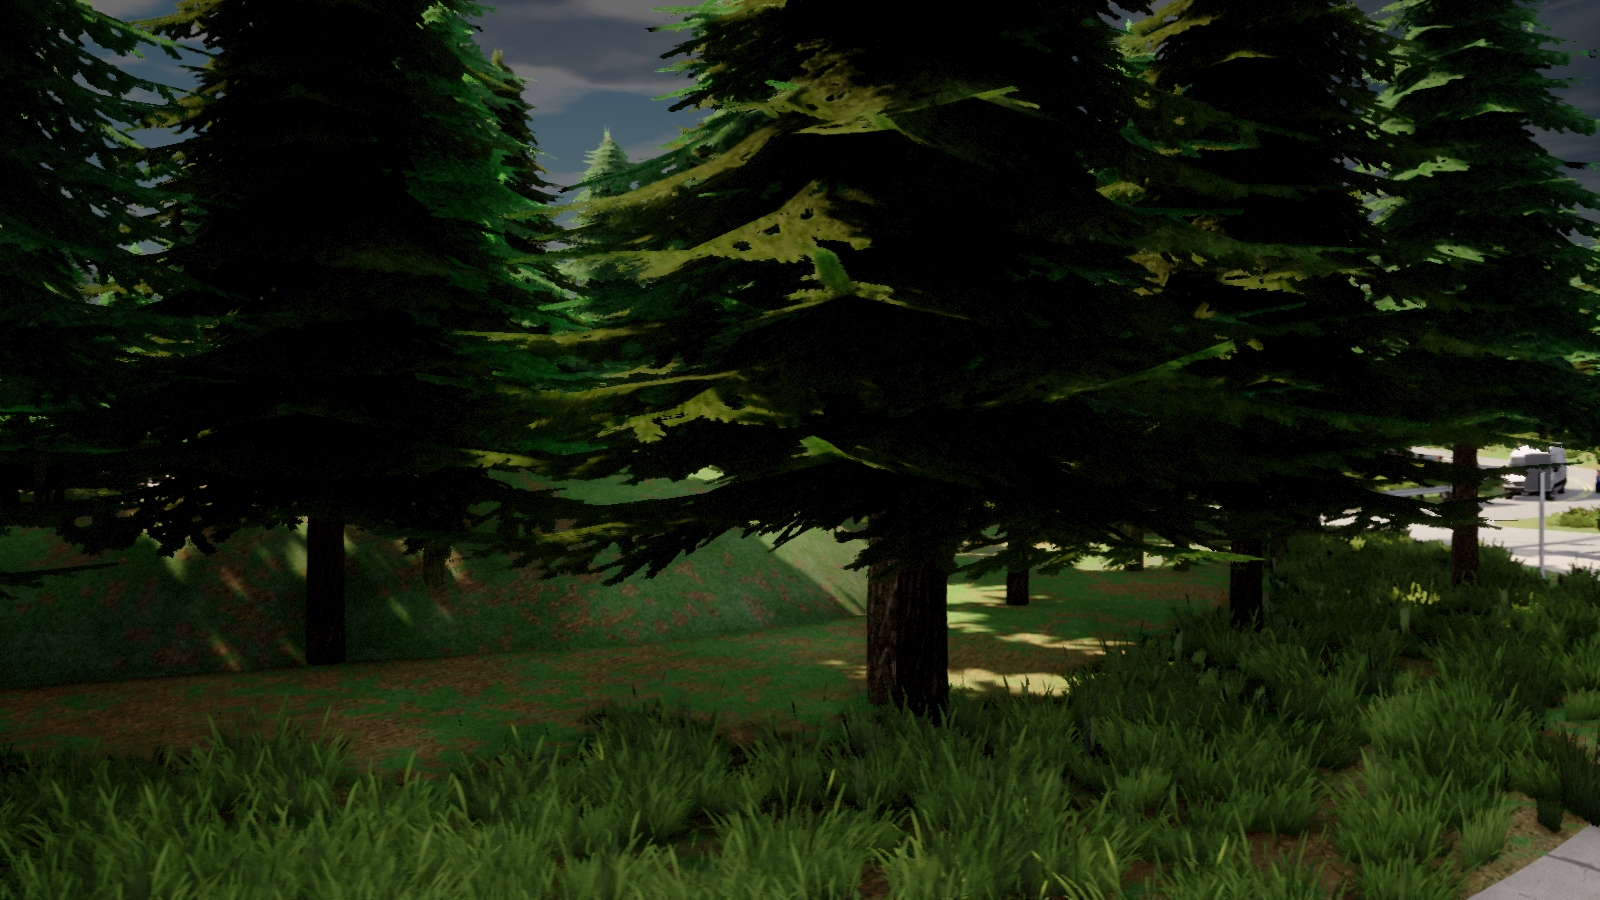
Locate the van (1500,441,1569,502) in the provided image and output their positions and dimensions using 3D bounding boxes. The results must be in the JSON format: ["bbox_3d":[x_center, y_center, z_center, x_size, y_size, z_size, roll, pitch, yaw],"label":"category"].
[{"bbox_3d":[36.636,1.008,56.917,1.988,2.561,5.915,0,3,41],"label":"van"}]

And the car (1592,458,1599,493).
[{"bbox_3d":[41.437,1.283,57.992,1.845,1.501,3.633,1,4,37],"label":"car"}]
